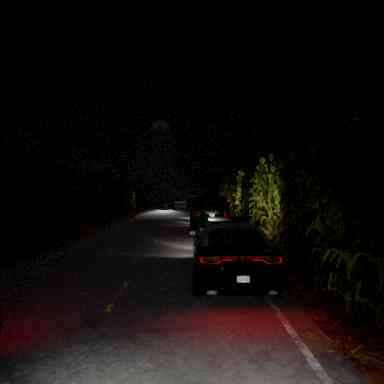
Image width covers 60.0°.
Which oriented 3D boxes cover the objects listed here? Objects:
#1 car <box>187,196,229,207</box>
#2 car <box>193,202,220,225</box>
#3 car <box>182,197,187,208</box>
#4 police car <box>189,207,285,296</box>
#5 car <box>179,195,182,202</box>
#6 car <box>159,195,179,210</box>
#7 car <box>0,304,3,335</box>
[{"bbox_3d":[0.964,1.221,18.718,2.150,2.045,5.566,0,0,0],"label":"car"},{"bbox_3d":[0.965,1.526,24.688,1.812,1.442,4.674,0,0,0],"label":"car"},{"bbox_3d":[0.025,1.547,46.780,2.033,1.411,5.357,0,0,1],"label":"car"},{"bbox_3d":[0.961,1.425,8.798,1.930,1.638,5.238,0,0,0],"label":"police car"},{"bbox_3d":[-3.163,1.477,77.976,1.882,1.535,5.008,0,0,0],"label":"car"},{"bbox_3d":[-3.289,1.491,43.779,2.128,1.511,4.902,0,0,0],"label":"car"},{"bbox_3d":[-3.300,1.601,1.919,1.895,1.301,4.718,0,0,0],"label":"car"}]
